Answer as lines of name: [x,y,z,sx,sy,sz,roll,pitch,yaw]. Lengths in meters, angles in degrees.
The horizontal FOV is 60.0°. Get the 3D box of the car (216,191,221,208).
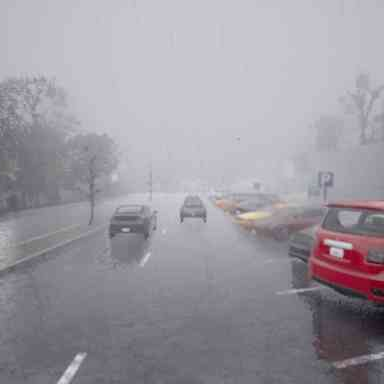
car: [5.032,1.046,30.716,4.553,1.767,2.185,0,1,-20]

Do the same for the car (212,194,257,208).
car: [5.083,1.028,39.689,4.792,1.488,2.163,0,1,-20]

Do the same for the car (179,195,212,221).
car: [0.094,1.273,24.589,2.128,1.511,4.902,0,1,0]

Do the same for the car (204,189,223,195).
car: [5.062,0.731,54.580,4.892,1.521,2.231,0,1,-20]

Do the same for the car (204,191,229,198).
car: [5.073,0.546,69.507,4.792,1.488,2.163,1,1,-20]

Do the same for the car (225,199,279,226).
car: [4.892,1.344,18.718,5.366,1.575,1.946,1,1,-20]

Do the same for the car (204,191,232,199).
car: [5.222,0.554,66.577,5.366,1.575,1.946,1,1,-20]

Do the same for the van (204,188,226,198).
van: [4.941,0.251,72.430,4.442,1.987,1.878,1,1,-20]

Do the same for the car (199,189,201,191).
car: [4.873,0.434,75.392,5.366,1.575,1.946,1,1,-20]

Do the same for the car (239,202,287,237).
car: [5.037,1.411,15.791,4.792,1.488,2.163,1,1,-20]

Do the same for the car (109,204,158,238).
car: [-2.905,1.383,17.017,1.837,1.490,4.892,0,1,0]

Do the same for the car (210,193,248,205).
car: [5.051,0.924,45.641,4.674,1.452,2.002,0,1,-20]

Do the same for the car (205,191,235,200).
car: [5.056,0.638,60.545,5.008,1.535,2.097,0,1,-20]

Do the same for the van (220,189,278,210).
van: [4.956,0.998,27.688,4.442,1.987,1.878,0,1,-20]

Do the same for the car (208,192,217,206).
car: [4.884,1.054,36.627,5.366,1.575,1.946,0,1,-20]

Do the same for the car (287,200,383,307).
car: [5.097,1.202,6.862,5.566,2.045,2.435,1,0,-20]

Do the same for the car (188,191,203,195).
car: [0.086,0.961,42.187,1.837,1.490,4.892,0,1,0]

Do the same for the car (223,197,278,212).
car: [5.057,1.309,24.760,4.674,1.452,2.002,0,1,-20]

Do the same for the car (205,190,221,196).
car: [4.883,0.935,42.592,5.366,1.575,1.946,0,1,-20]

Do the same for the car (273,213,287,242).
car: [5.063,1.472,9.835,4.674,1.452,2.002,1,0,-20]

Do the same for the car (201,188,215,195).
car: [5.081,0.431,57.577,5.566,2.045,2.435,1,1,-20]
